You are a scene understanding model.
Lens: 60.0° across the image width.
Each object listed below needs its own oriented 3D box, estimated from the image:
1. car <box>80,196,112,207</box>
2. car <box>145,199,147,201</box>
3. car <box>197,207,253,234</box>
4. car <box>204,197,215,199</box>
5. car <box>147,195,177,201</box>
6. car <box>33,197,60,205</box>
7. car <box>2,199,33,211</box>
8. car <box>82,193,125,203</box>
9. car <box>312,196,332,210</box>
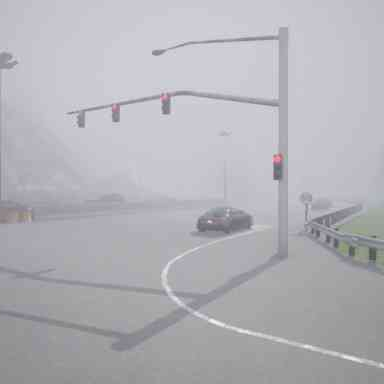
[{"bbox_3d":[-14.917,1.444,51.938,1.812,1.442,4.674,0,0,32],"label":"car"},{"bbox_3d":[-7.294,1.521,65.134,1.895,1.301,4.718,0,0,25],"label":"car"},{"bbox_3d":[1.997,1.546,19.235,1.994,1.385,4.181,0,0,32],"label":"car"},{"bbox_3d":[3.123,1.543,62.811,1.895,1.301,4.718,0,0,23],"label":"car"},{"bbox_3d":[-4.103,1.294,49.501,2.097,1.767,4.553,0,0,32],"label":"car"},{"bbox_3d":[-19.907,1.408,44.062,2.128,1.511,4.902,0,0,33],"label":"car"},{"bbox_3d":[-16.988,1.441,29.141,1.837,1.490,4.892,0,0,33],"label":"car"},{"bbox_3d":[-10.418,1.162,39.419,2.150,2.045,5.566,0,0,33],"label":"car"},{"bbox_3d":[16.692,1.535,42.750,2.033,1.411,5.357,0,0,30],"label":"car"}]
